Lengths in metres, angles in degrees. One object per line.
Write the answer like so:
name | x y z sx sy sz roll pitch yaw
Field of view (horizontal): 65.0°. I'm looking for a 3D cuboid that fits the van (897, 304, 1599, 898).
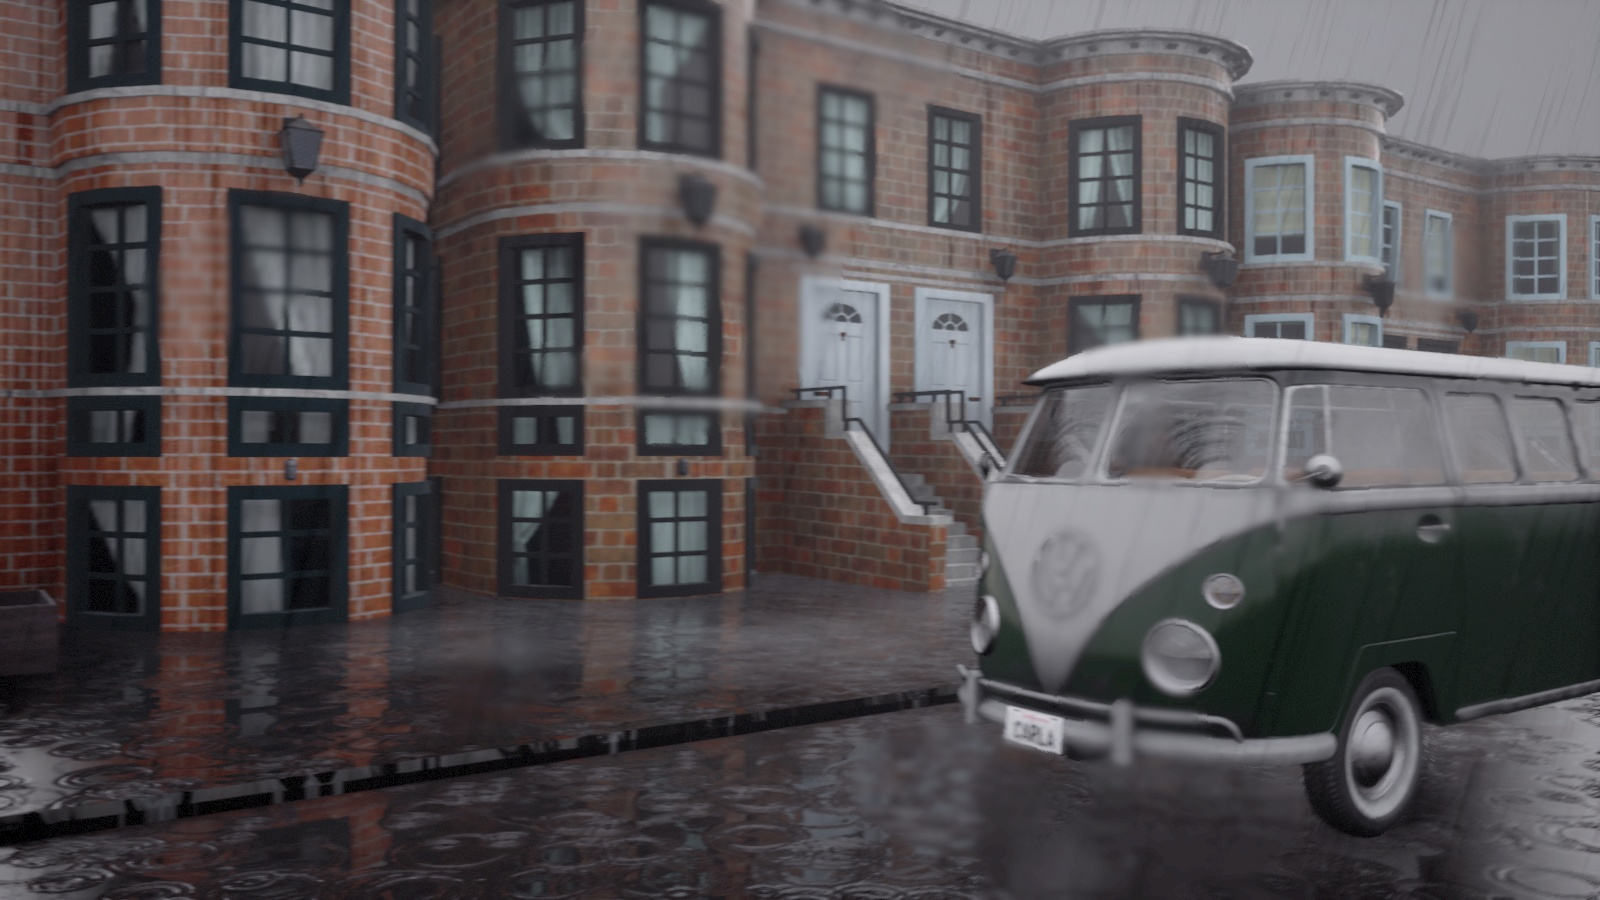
van | 2.769 0.506 6.197 4.442 1.987 1.775 0 0 -35
